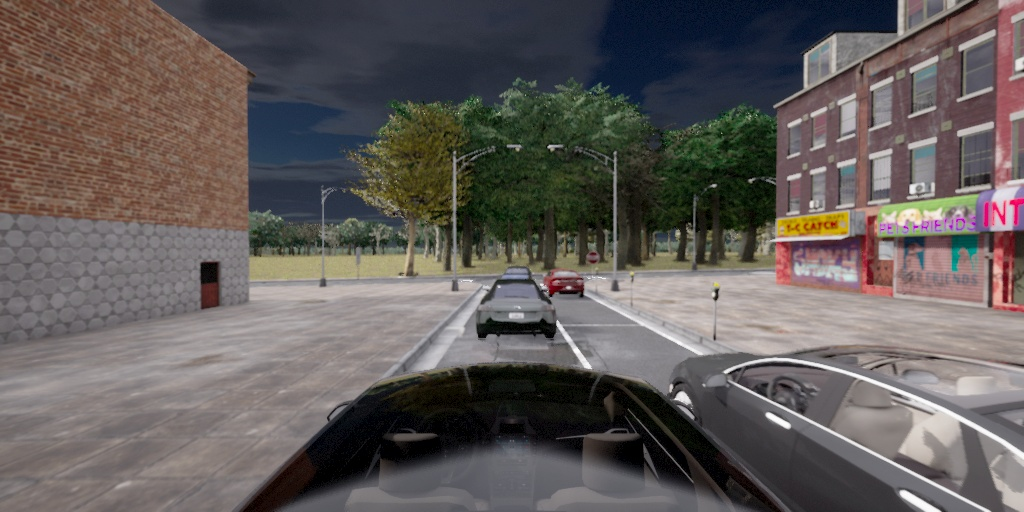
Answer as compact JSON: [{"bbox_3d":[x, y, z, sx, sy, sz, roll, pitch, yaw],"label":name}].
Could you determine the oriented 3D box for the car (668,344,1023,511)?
[{"bbox_3d":[2.636,1.301,2.443,2.007,1.370,4.403,0,0,0],"label":"car"}]

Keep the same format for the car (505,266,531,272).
[{"bbox_3d":[0.387,1.334,22.208,2.033,1.411,5.357,0,0,4],"label":"car"}]

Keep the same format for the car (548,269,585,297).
[{"bbox_3d":[2.609,1.325,18.663,1.888,1.381,4.507,0,0,0],"label":"car"}]

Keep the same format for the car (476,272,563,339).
[{"bbox_3d":[0.089,1.328,10.170,1.994,1.385,4.181,0,0,0],"label":"car"}]
